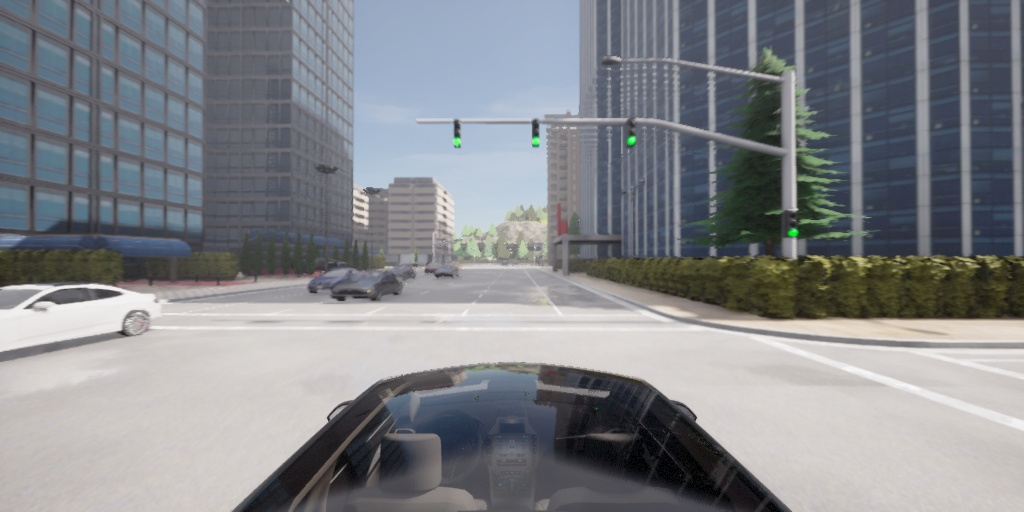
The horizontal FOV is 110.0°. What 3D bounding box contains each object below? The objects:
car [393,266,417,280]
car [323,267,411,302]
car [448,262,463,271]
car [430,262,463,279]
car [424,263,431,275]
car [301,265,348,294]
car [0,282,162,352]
[{"bbox_3d":[-10.308,1.590,33.387,2.033,1.411,5.357,0,-1,1],"label":"car"},{"bbox_3d":[-7.048,1.450,18.222,2.033,1.411,5.357,0,-1,1],"label":"car"},{"bbox_3d":[-10.013,1.797,63.933,1.882,1.535,5.008,0,-1,1],"label":"car"},{"bbox_3d":[-6.818,1.632,38.237,2.033,1.411,5.357,0,-1,1],"label":"car"},{"bbox_3d":[-10.196,1.648,47.518,1.882,1.535,5.008,0,-1,1],"label":"car"},{"bbox_3d":[-10.509,1.464,21.973,1.812,1.442,4.674,0,-1,1],"label":"car"},{"bbox_3d":[-10.491,1.336,7.902,1.812,1.442,4.674,0,-1,0],"label":"car"}]
